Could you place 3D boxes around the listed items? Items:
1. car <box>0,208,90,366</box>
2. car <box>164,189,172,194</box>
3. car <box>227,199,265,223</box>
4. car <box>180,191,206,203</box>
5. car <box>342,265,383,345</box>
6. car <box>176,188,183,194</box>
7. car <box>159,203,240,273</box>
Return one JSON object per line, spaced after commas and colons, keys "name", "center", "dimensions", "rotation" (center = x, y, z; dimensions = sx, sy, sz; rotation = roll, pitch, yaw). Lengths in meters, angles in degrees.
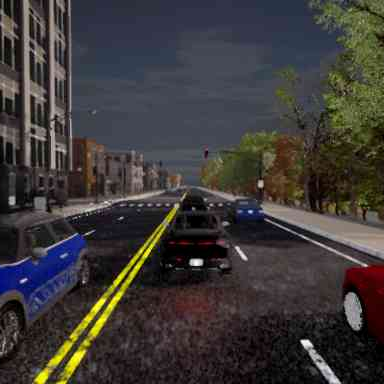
{"name": "car", "center": [-3.348, 1.241, 5.586], "dimensions": [2.097, 1.767, 4.553], "rotation": [0, 1, 0]}
{"name": "car", "center": [-6.583, -0.236, 92.724], "dimensions": [2.033, 1.411, 5.357], "rotation": [0, 1, 0]}
{"name": "car", "center": [3.358, 1.130, 21.568], "dimensions": [2.033, 1.411, 5.357], "rotation": [0, 1, 0]}
{"name": "car", "center": [0.112, 0.971, 26.214], "dimensions": [1.882, 1.535, 5.008], "rotation": [0, 1, 0]}
{"name": "car", "center": [3.342, 1.410, 3.372], "dimensions": [1.882, 1.535, 5.008], "rotation": [0, 1, 0]}
{"name": "car", "center": [-3.333, -0.277, 92.733], "dimensions": [1.837, 1.490, 4.892], "rotation": [0, 1, 0]}
{"name": "car", "center": [0.102, 1.310, 9.979], "dimensions": [1.837, 1.490, 4.892], "rotation": [0, 1, 0]}
